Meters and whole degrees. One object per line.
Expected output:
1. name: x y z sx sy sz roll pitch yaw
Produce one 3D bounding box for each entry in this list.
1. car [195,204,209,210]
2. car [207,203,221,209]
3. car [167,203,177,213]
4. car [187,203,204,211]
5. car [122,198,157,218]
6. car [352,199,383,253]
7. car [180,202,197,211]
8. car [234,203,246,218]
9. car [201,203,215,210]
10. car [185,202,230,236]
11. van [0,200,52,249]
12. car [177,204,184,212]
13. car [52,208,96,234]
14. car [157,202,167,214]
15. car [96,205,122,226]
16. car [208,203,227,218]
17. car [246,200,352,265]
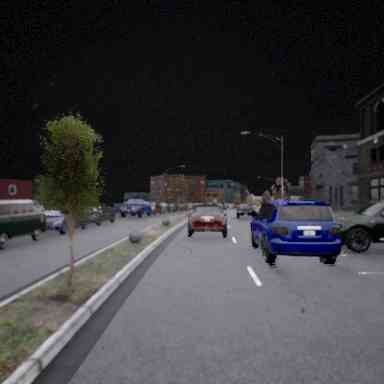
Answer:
1. car: 2.317 3.324 74.788 2.002 1.452 4.674 -1 -2 17
2. car: 5.708 3.697 85.317 2.231 1.521 4.892 -1 -3 18
3. car: -4.209 2.308 47.857 2.231 1.521 4.892 0 -2 11
4. car: 0.781 3.090 69.462 2.097 1.535 5.008 -1 -2 16
5. car: -6.039 1.718 36.774 2.435 2.045 5.566 0 -2 9
6. car: 8.169 1.305 13.556 5.566 2.045 2.435 0 -1 4
7. car: -0.635 2.770 64.130 2.185 1.767 4.553 0 -2 15
8. car: 5.728 2.068 35.726 1.895 1.301 4.718 0 -2 8
9. car: 3.967 3.483 80.083 2.231 1.521 4.892 -1 -2 18
10. car: 0.955 1.496 19.423 2.097 1.767 4.553 0 -1 4
11. van: -8.294 1.341 14.632 1.878 1.987 4.442 0 -1 4
12. car: -3.158 2.538 53.171 2.002 1.452 4.674 0 -2 12
13. car: -7.862 1.676 20.284 2.002 1.452 4.674 0 -1 5
14. car: -5.177 2.001 42.312 2.185 1.767 4.553 0 -2 10
15. car: -7.357 1.765 25.803 2.002 1.452 4.674 0 -1 6
16. car: 2.977 2.020 37.543 1.837 1.490 4.892 0 -2 8
17. car: 3.469 1.286 12.120 2.150 2.045 5.566 0 0 3
